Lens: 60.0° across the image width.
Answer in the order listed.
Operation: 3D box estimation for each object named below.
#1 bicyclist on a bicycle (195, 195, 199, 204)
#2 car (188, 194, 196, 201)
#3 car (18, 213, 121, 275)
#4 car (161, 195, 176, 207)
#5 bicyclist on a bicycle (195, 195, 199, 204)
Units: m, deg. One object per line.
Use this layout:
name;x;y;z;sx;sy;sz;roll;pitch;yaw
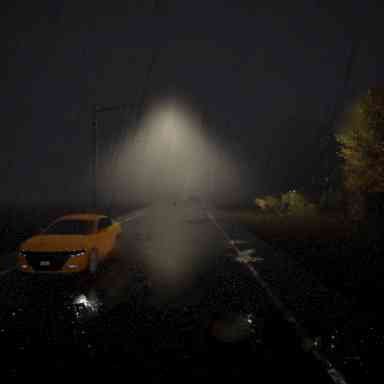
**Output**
bicyclist on a bicycle;0.968;1.410;64.308;0.866;1.612;1.509;0;0;0
car;0.020;1.439;79.329;1.882;1.535;5.008;0;0;0
car;-3.598;1.473;10.653;1.882;1.535;5.008;0;0;0
car;-3.561;1.331;52.031;2.097;1.767;4.553;0;0;0
bicyclist on a bicycle;0.976;1.430;54.650;0.582;1.620;1.656;0;0;0
